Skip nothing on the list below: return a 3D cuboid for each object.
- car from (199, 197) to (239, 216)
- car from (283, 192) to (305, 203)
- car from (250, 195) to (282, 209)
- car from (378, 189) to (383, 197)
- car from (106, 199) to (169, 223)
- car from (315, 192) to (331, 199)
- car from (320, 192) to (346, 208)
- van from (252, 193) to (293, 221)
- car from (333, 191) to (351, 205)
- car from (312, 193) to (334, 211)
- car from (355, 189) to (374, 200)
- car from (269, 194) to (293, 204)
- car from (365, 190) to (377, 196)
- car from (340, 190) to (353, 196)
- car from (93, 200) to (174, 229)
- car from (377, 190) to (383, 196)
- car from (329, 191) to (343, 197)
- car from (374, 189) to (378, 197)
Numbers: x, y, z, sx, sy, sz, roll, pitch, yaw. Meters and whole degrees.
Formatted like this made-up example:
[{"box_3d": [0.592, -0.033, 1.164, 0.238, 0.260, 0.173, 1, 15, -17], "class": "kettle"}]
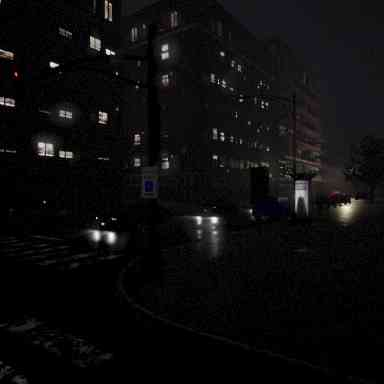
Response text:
[{"box_3d": [2.418, 1.165, 28.398, 1.812, 1.442, 4.674, 0, 1, 35], "class": "car"}, {"box_3d": [15.783, 0.801, 51.341, 1.752, 1.417, 4.829, 1, 1, 36], "class": "car"}, {"box_3d": [8.217, 1.066, 36.519, 1.994, 1.385, 4.181, 0, 1, 35], "class": "car"}, {"box_3d": [41.851, 0.356, 74.289, 1.887, 1.381, 4.507, 1, 1, 36], "class": "car"}, {"box_3d": [-3.804, 1.283, 23.909, 1.887, 1.381, 4.507, 1, 1, 36], "class": "car"}, {"box_3d": [25.724, 0.621, 65.265, 1.802, 1.307, 4.206, 1, 1, 36], "class": "car"}, {"box_3d": [15.576, 0.979, 37.490, 1.887, 1.381, 4.507, 1, 1, 36], "class": "car"}, {"box_3d": [5.724, 1.009, 23.687, 1.690, 1.788, 3.998, 1, 1, 36], "class": "van"}, {"box_3d": [18.861, 0.923, 42.091, 1.947, 1.339, 4.313, 1, 1, 36], "class": "car"}, {"box_3d": [12.292, 1.078, 32.891, 1.947, 1.339, 4.313, 1, 1, 36], "class": "car"}, {"box_3d": [28.714, 0.564, 55.888, 1.967, 1.590, 4.097, 1, 1, 36], "class": "car"}, {"box_3d": [12.601, 0.933, 46.885, 1.802, 1.307, 4.206, 1, 1, 36], "class": "car"}, {"box_3d": [44.241, 0.216, 82.067, 1.994, 1.385, 4.181, 0, 1, 36], "class": "car"}, {"box_3d": [38.848, 0.278, 83.644, 2.008, 1.369, 4.403, 1, 1, 36], "class": "car"}, {"box_3d": [-3.335, 1.323, 20.343, 2.033, 1.411, 5.357, 0, 1, 36], "class": "car"}, {"box_3d": [45.135, 0.315, 78.889, 1.802, 1.307, 4.206, 1, 1, 36], "class": "car"}, {"box_3d": [32.286, 0.428, 74.454, 1.887, 1.381, 4.507, 1, 1, 36], "class": "car"}, {"box_3d": [31.998, 0.590, 60.490, 1.887, 1.381, 4.507, 1, 1, 36], "class": "car"}]
